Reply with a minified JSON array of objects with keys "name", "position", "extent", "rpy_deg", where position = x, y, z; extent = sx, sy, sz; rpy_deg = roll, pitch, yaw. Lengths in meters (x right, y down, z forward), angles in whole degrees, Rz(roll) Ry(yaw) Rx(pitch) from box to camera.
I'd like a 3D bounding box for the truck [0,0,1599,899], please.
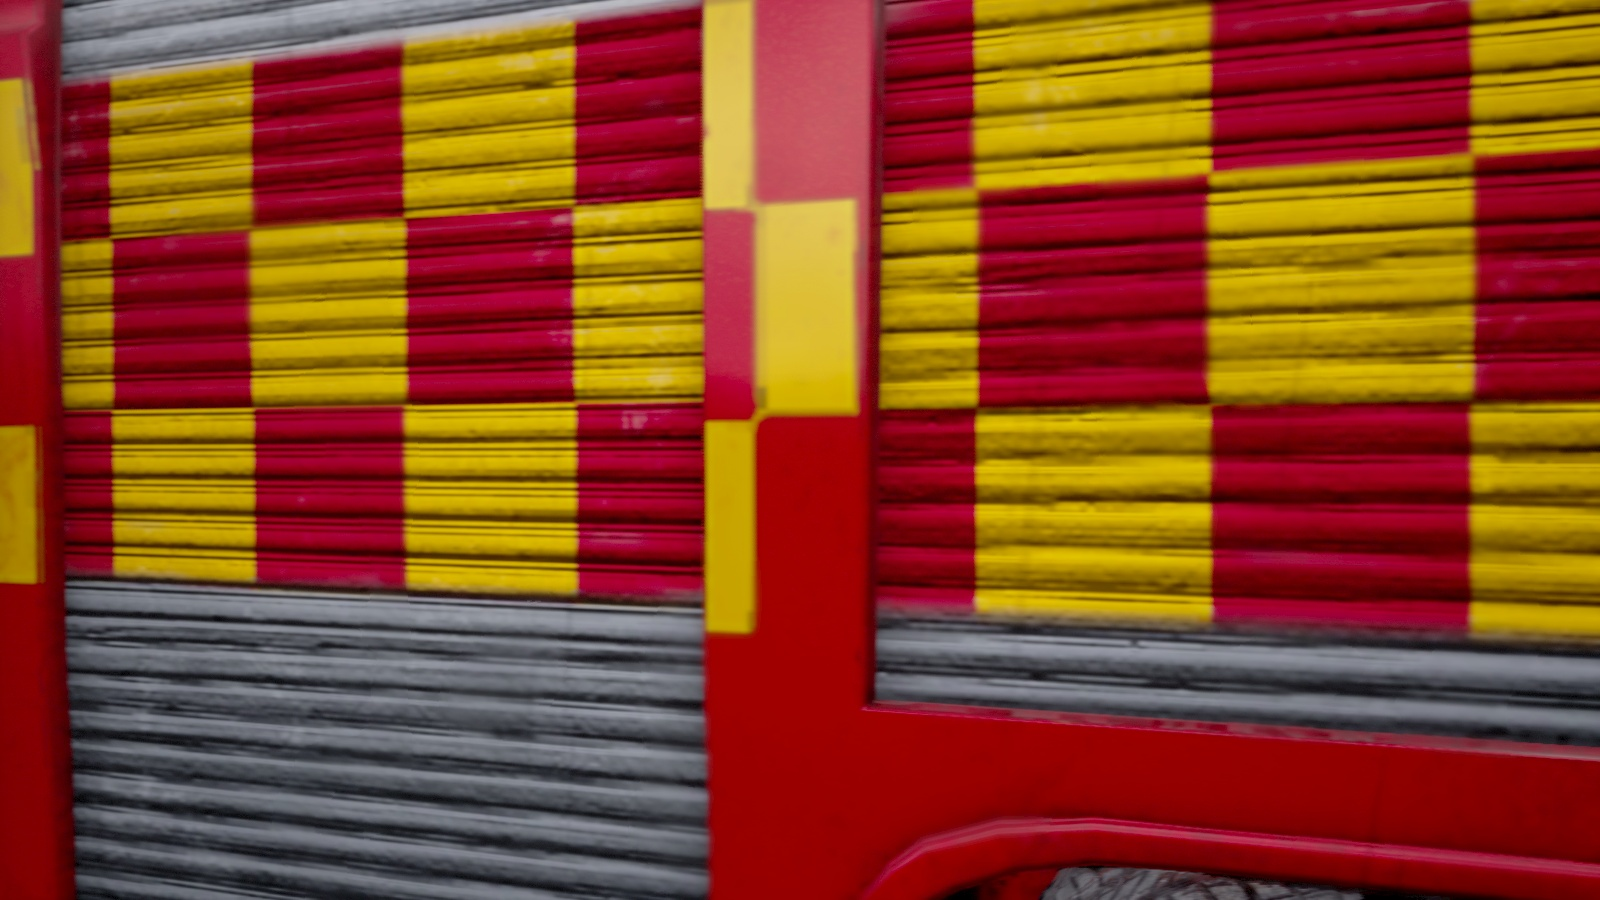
[{"name":"truck","position":[-1.524,-0.381,3.269],"extent":[8.468,3.827,2.891],"rpy_deg":[0,1,19]}]
